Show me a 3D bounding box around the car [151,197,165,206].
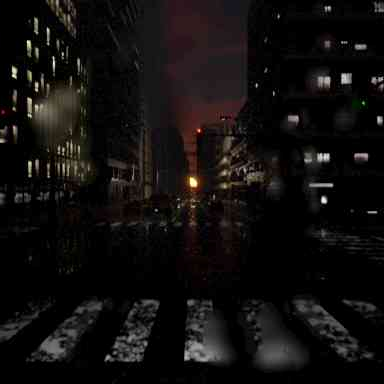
[{"bbox_3d":[-5.618,1.512,55.731,1.887,1.381,4.507,-1,0,0],"label":"car"}]

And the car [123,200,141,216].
[{"bbox_3d":[-5.654,1.505,32.943,1.752,1.417,4.829,-1,0,0],"label":"car"}]

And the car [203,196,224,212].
[{"bbox_3d":[2.735,1.527,38.755,2.008,1.369,4.403,-1,0,0],"label":"car"}]

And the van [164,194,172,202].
[{"bbox_3d":[-5.586,1.297,78.350,1.690,1.788,3.998,-1,0,0],"label":"van"}]

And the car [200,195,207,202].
[{"bbox_3d":[2.787,1.399,72.683,1.967,1.590,4.097,-1,0,0],"label":"car"}]

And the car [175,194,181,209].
[{"bbox_3d":[-3.029,1.193,43.938,2.150,2.045,5.566,0,0,0],"label":"car"}]

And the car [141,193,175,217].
[{"bbox_3d":[-3.056,1.202,31.245,2.150,2.045,5.566,0,0,0],"label":"car"}]

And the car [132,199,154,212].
[{"bbox_3d":[-5.644,1.542,38.768,1.947,1.339,4.313,-1,0,0],"label":"car"}]

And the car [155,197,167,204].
[{"bbox_3d":[-5.609,1.546,61.386,1.802,1.307,4.206,-1,0,0],"label":"car"}]

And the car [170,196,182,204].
[{"bbox_3d":[-2.942,1.512,61.703,2.033,1.411,5.357,0,0,1],"label":"car"}]
